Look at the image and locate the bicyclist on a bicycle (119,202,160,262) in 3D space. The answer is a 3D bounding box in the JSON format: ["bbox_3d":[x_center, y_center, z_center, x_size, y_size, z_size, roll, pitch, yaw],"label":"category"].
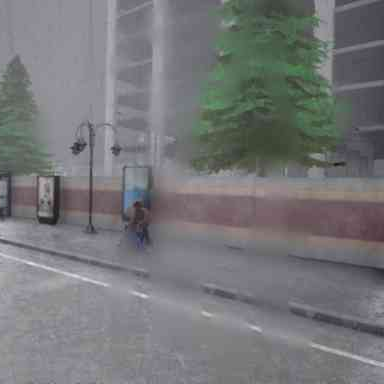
[{"bbox_3d":[-1.432,1.097,9.361,0.582,1.620,1.656,2,2,35],"label":"bicyclist on a bicycle"}]
